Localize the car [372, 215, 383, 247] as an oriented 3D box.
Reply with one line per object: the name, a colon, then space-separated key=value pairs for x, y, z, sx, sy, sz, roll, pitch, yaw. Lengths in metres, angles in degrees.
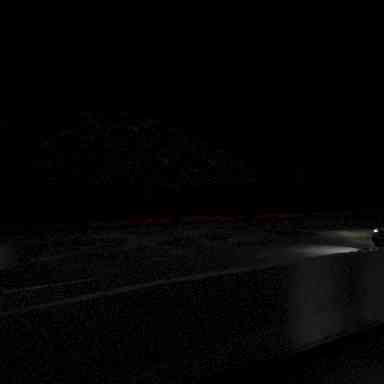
car: x=9.252 y=1.498 z=13.199 sx=4.674 sy=1.442 sz=1.812 roll=0 pitch=0 yaw=-27
